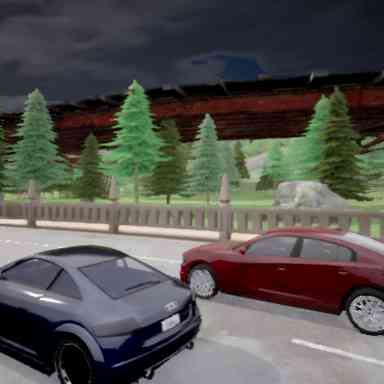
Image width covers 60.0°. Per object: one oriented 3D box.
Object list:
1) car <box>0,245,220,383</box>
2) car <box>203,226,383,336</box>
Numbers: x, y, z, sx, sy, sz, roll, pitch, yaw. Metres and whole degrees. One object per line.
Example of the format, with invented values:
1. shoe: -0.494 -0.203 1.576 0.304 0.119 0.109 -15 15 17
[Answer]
1. car: -1.932 1.543 5.104 4.181 1.385 1.994 0 0 33
2. car: 2.051 1.436 6.660 5.008 1.535 1.882 0 0 34
